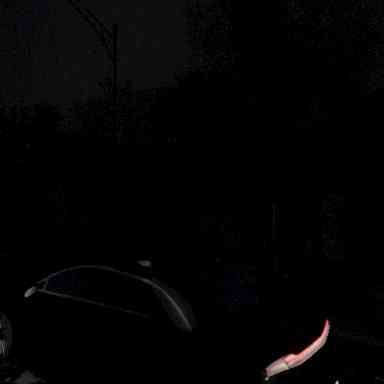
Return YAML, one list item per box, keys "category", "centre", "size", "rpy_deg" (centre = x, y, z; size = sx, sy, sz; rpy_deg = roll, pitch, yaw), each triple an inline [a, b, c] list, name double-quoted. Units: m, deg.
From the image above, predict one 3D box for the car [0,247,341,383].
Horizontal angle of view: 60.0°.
- category: "car"
  centre: [-0.779, 1.481, 4.239]
  size: [4.902, 1.511, 2.128]
  rpy_deg: [0, 0, 35]
